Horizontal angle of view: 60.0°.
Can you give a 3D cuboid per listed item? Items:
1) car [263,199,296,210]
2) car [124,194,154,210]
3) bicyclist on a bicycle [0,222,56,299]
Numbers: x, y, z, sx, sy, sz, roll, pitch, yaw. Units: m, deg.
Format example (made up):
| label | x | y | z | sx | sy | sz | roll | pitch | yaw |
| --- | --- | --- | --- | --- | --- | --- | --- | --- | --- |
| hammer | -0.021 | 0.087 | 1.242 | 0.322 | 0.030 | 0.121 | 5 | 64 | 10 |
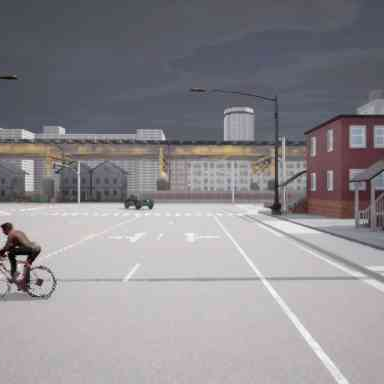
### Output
| label | x | y | z | sx | sy | sz | roll | pitch | yaw |
| --- | --- | --- | --- | --- | --- | --- | --- | --- | --- |
| car | 11.533 | 1.547 | 40.937 | 5.357 | 1.411 | 2.033 | 0 | 0 | 4 |
| car | -7.004 | 1.221 | 43.846 | 2.150 | 2.045 | 5.566 | 0 | 0 | -35 |
| bicyclist on a bicycle | -3.688 | 1.455 | 6.971 | 1.656 | 1.620 | 0.582 | -2 | 0 | 1 |
